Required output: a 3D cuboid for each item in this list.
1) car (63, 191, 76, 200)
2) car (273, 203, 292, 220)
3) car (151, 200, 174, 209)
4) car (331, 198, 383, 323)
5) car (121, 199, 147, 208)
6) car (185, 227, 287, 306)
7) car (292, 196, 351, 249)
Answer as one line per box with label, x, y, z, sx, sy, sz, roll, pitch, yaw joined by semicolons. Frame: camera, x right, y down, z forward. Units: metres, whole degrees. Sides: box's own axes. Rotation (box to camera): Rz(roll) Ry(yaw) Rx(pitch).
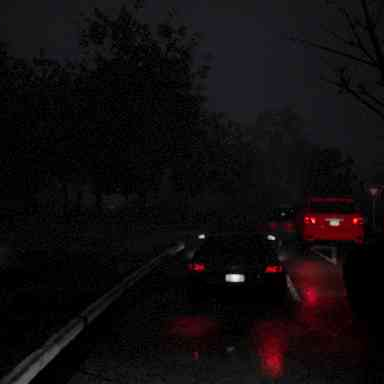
car;-31.995;1.219;86.099;1.946;1.575;5.366;0;2;-12
car;8.492;1.718;29.979;1.812;1.442;4.674;0;-1;22
car;-4.690;2.156;56.334;4.674;1.442;1.812;0;-1;25
car;3.753;1.190;3.884;2.150;2.045;5.566;0;0;4
car;-10.379;2.042;59.978;4.553;1.767;2.097;0;-1;-1
car;1.054;1.531;8.020;1.994;1.385;4.181;0;0;8
car;5.619;1.198;14.149;2.150;2.045;5.566;0;0;14
